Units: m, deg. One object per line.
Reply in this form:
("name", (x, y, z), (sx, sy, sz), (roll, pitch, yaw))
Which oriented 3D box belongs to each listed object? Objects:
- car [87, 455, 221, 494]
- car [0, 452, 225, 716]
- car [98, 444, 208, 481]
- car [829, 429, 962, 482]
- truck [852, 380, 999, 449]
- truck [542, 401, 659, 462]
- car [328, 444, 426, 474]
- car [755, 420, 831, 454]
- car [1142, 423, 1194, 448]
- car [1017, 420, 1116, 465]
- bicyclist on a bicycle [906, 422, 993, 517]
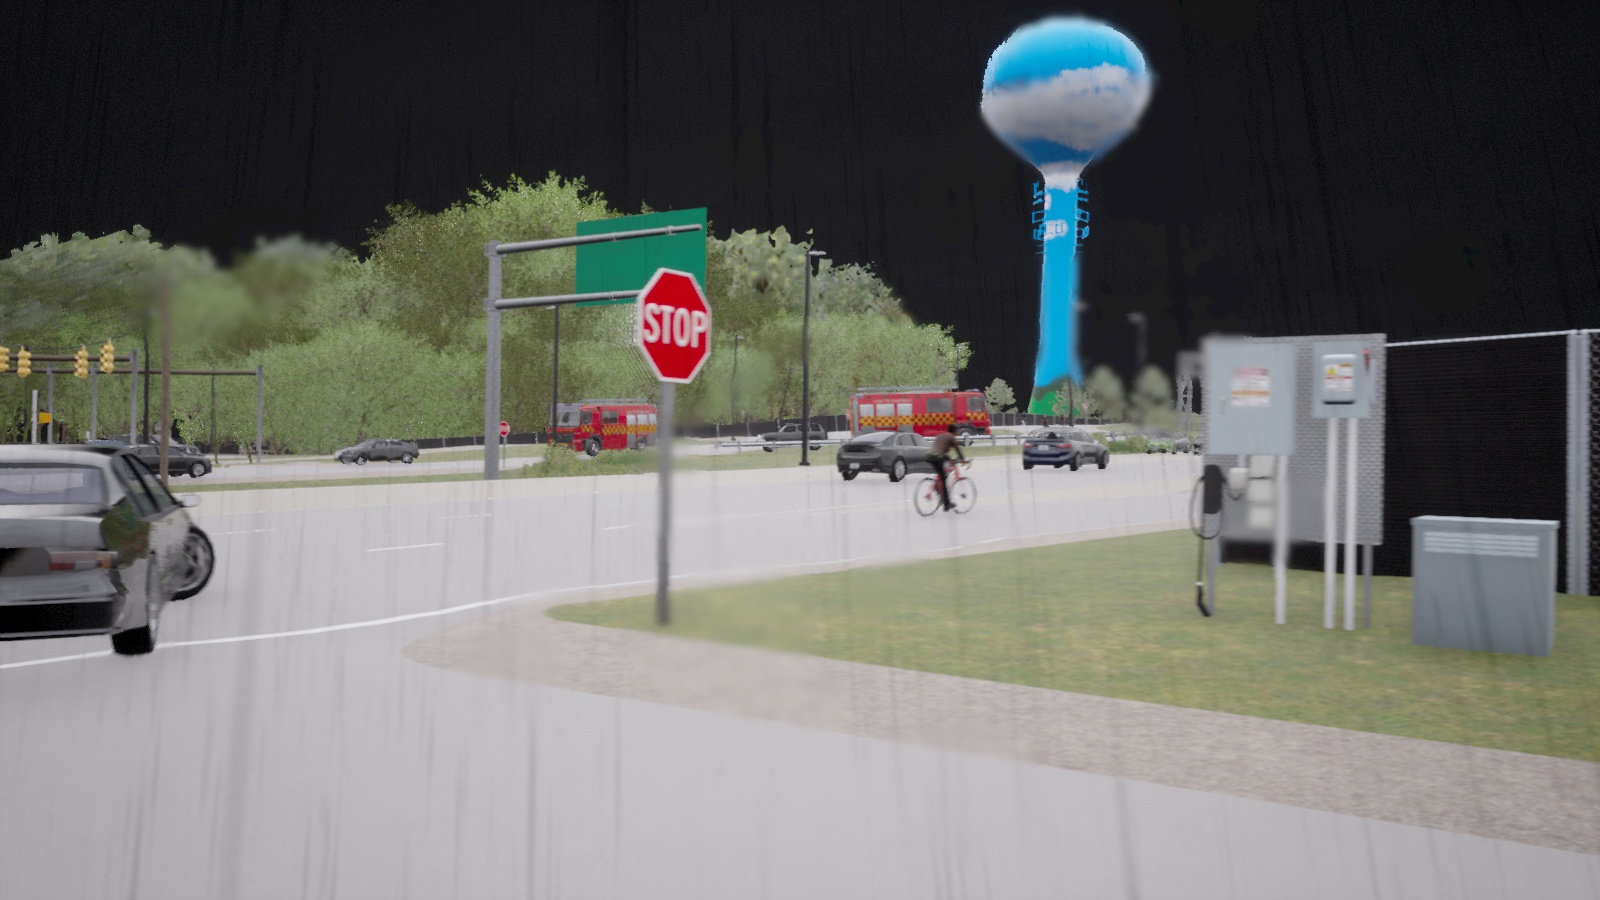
("car", (-27.973, 1.019, 54.555), (1.837, 1.490, 4.892), (0, 1, 33))
("car", (-5.599, 0.761, 9.360), (2.033, 1.411, 5.357), (-1, 1, -21))
("car", (-38.625, 0.748, 74.994), (5.566, 2.045, 2.150), (-2, 0, 9))
("car", (2.989, 0.124, 38.192), (1.837, 1.490, 4.892), (0, 1, 34))
("truck", (7.717, -2.187, 77.945), (8.468, 3.827, 2.891), (-3, 1, -9))
("truck", (-13.494, -1.325, 85.736), (2.891, 3.827, 8.468), (0, 3, 32))
("car", (-24.233, 0.501, 72.044), (2.128, 1.511, 4.902), (0, 2, 42))
("car", (-0.468, -0.821, 80.298), (4.605, 1.855, 1.932), (-3, 0, -7))
("car", (24.098, -0.962, 82.140), (2.007, 1.525, 4.514), (0, 1, 34))
("car", (10.531, -0.318, 49.411), (2.242, 1.667, 4.611), (0, 1, 34))
("bicyclist on a bicycle", (2.641, 0.316, 22.068), (1.656, 1.620, 0.582), (-2, 1, -43))
